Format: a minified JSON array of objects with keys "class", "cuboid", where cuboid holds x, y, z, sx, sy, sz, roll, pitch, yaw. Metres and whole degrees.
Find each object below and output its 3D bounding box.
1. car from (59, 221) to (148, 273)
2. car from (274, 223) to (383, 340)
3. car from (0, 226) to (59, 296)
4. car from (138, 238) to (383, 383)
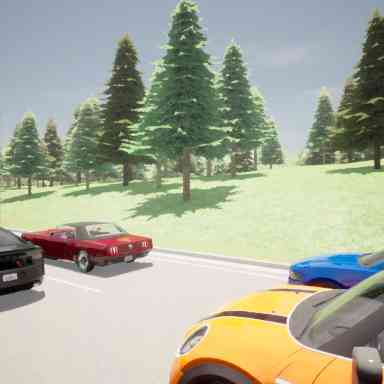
[{"class":"car","cuboid":[-3.592,1.601,10.760,4.718,1.301,1.895,0,0,36]},{"class":"car","cuboid":[4.084,1.478,5.372,5.008,1.535,1.882,0,0,36]},{"class":"car","cuboid":[-5.480,1.478,7.805,5.008,1.535,1.882,0,0,36]},{"class":"car","cuboid":[1.989,1.352,2.569,4.553,1.767,2.097,0,0,36]}]
